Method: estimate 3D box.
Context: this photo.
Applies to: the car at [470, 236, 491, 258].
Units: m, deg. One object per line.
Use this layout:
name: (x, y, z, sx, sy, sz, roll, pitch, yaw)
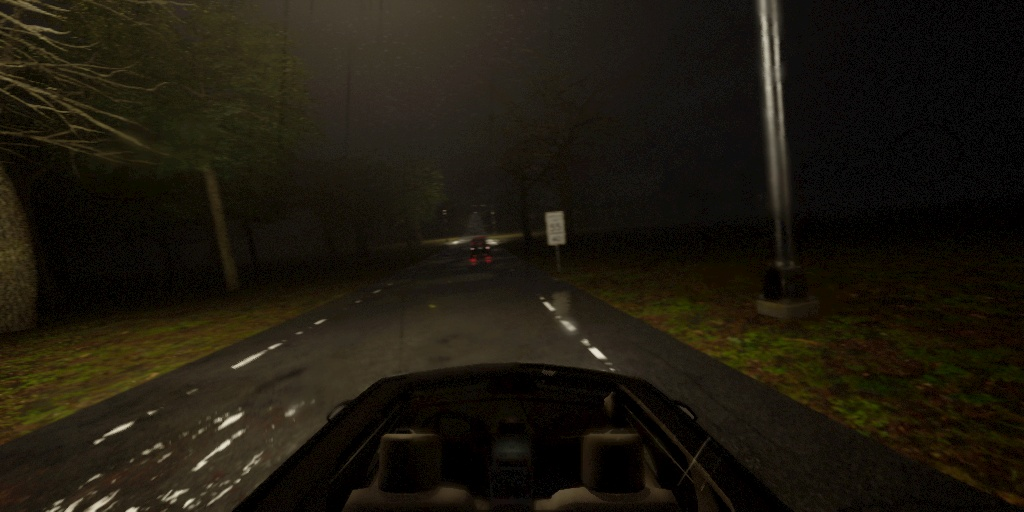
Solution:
car: (-3.502, -0.901, 39.497, 2.097, 1.767, 4.553, -6, 4, -5)
